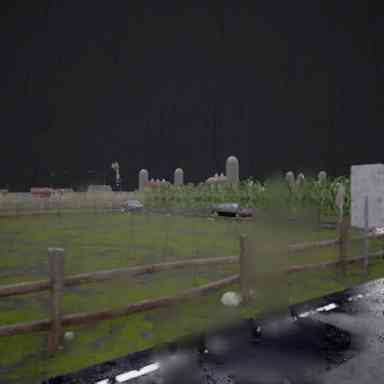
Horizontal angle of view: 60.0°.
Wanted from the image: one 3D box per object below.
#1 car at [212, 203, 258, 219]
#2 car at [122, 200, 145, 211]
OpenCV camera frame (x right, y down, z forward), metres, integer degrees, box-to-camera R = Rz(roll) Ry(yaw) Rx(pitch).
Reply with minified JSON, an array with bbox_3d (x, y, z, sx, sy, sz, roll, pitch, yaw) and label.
[{"bbox_3d":[3.931,1.747,31.147,1.882,1.535,5.008,0,0,-35],"label":"car"},{"bbox_3d":[-8.633,1.946,48.942,2.128,1.511,4.902,0,-1,-35],"label":"car"}]
